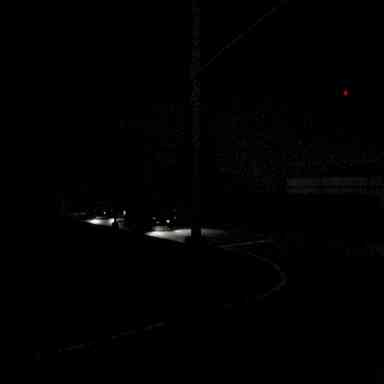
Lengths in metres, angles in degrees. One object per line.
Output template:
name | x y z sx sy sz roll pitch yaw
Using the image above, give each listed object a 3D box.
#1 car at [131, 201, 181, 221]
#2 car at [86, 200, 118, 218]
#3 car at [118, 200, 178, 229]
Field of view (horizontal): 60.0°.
car | -3.233 1.548 28.748 2.033 1.411 5.357 0 0 -33
car | -8.378 1.505 30.099 1.837 1.490 4.892 0 0 -26
car | -2.846 1.505 21.858 1.837 1.490 4.892 0 0 -36
